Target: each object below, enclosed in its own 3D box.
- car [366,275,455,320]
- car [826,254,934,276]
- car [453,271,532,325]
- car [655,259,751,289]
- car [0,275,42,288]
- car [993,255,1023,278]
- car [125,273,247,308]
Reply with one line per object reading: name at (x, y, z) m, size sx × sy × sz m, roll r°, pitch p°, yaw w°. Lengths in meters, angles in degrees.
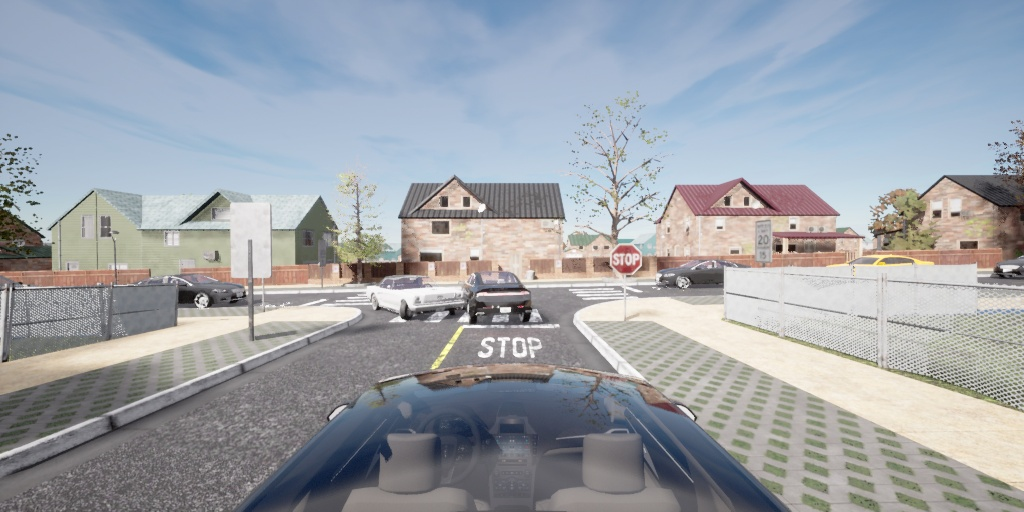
car at (-3.600, 1.368, 12.880) m, size 1.895 × 1.301 × 4.718 m, roll 0°, pitch 0°, yaw -38°
car at (19.765, 0.690, 19.460) m, size 5.008 × 1.535 × 1.882 m, roll -1°, pitch 1°, yaw -1°
car at (-0.683, 1.242, 12.020) m, size 2.128 × 1.511 × 4.902 m, roll 0°, pitch 0°, yaw -12°
car at (10.335, 0.926, 19.426) m, size 4.902 × 1.511 × 2.128 m, roll -1°, pitch 1°, yaw 0°
car at (-24.236, 1.648, 16.340) m, size 4.553 × 1.767 × 2.097 m, roll -1°, pitch 1°, yaw 0°
car at (29.390, 0.478, 19.494) m, size 4.902 × 1.511 × 2.128 m, roll -1°, pitch 1°, yaw 0°
car at (-14.899, 1.566, 16.378) m, size 4.902 × 1.511 × 2.128 m, roll -1°, pitch 1°, yaw 0°
